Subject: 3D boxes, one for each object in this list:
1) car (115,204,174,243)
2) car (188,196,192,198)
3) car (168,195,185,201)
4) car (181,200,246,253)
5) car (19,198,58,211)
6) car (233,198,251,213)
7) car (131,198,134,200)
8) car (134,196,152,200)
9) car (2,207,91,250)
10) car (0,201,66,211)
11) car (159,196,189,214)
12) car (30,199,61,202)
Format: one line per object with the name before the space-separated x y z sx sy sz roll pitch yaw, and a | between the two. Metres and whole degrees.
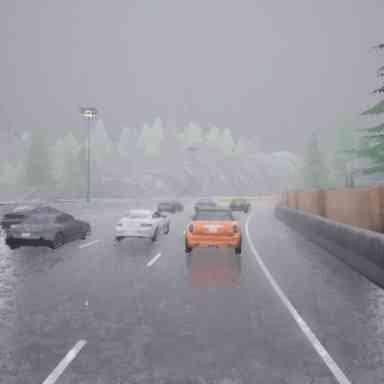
car | -2.318 1.552 16.295 1.812 1.442 4.674 0 0 6
car | -1.227 1.642 77.474 1.812 1.442 4.674 0 0 27
car | -3.746 1.496 80.191 1.812 1.442 4.674 0 0 29
car | 0.957 1.383 13.999 2.097 1.767 4.553 0 0 6
car | -19.060 1.557 41.560 1.812 1.442 4.674 0 0 15
car | 5.501 1.444 37.835 2.097 1.767 4.553 0 0 15
car | -12.260 1.602 79.054 2.033 1.411 5.357 0 0 27
car | -10.507 1.660 74.703 1.994 1.385 4.181 0 0 25
car | -6.026 1.577 14.473 1.994 1.385 4.181 0 0 6
car | -8.950 1.520 19.583 1.837 1.490 4.892 0 0 7
car | -2.241 1.558 35.980 2.128 1.511 4.902 0 0 14
car | -16.281 1.580 38.434 2.033 1.411 5.357 0 0 14
